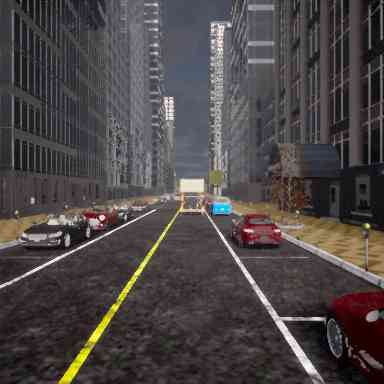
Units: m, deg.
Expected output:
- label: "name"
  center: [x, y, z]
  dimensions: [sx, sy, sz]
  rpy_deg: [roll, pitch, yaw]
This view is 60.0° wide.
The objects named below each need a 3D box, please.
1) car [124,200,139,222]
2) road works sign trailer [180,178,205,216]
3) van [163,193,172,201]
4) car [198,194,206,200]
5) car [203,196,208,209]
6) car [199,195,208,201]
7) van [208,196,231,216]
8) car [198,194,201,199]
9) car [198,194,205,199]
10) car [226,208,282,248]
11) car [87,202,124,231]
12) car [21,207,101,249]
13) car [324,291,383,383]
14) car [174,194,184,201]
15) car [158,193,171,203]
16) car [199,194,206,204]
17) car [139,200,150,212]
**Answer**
- label: "car"
  center: [-5.691, 1.525, 25.778]
  dimensions: [2.008, 1.369, 4.403]
  rpy_deg: [0, 0, 0]
- label: "road works sign trailer"
  center: [0.000, 0.428, 32.485]
  dimensions: [2.380, 3.560, 2.880]
  rpy_deg: [0, 0, 0]
- label: "van"
  center: [-5.689, 1.224, 77.010]
  dimensions: [1.690, 1.788, 3.998]
  rpy_deg: [0, 0, 0]
- label: "car"
  center: [2.692, 1.289, 88.391]
  dimensions: [1.967, 1.590, 4.097]
  rpy_deg: [0, 0, 0]
- label: "car"
  center: [2.690, 1.530, 42.852]
  dimensions: [1.802, 1.307, 4.206]
  rpy_deg: [0, 0, 0]
- label: "car"
  center: [2.691, 1.434, 77.007]
  dimensions: [2.008, 1.369, 4.403]
  rpy_deg: [0, 0, 0]
- label: "van"
  center: [2.690, 1.307, 31.467]
  dimensions: [1.690, 1.788, 3.998]
  rpy_deg: [0, 0, 0]
- label: "car"
  center: [2.691, 1.449, 71.314]
  dimensions: [2.008, 1.369, 4.403]
  rpy_deg: [0, 0, 0]
- label: "car"
  center: [2.691, 1.271, 94.083]
  dimensions: [1.967, 1.590, 4.097]
  rpy_deg: [0, 0, 0]
- label: "car"
  center: [2.690, 1.573, 14.391]
  dimensions: [1.802, 1.307, 4.206]
  rpy_deg: [0, 0, 0]
- label: "car"
  center: [-5.691, 1.424, 20.086]
  dimensions: [1.967, 1.590, 4.097]
  rpy_deg: [0, 0, 0]
- label: "car"
  center: [-5.691, 1.542, 14.393]
  dimensions: [2.008, 1.369, 4.403]
  rpy_deg: [0, 0, 0]
- label: "car"
  center: [2.689, 1.581, 3.003]
  dimensions: [1.802, 1.307, 4.206]
  rpy_deg: [0, 0, 0]
- label: "car"
  center: [-3.000, 1.203, 76.665]
  dimensions: [2.097, 1.767, 4.553]
  rpy_deg: [0, 0, 0]
- label: "car"
  center: [-5.690, 1.461, 65.625]
  dimensions: [2.008, 1.369, 4.403]
  rpy_deg: [0, 0, 0]
- label: "car"
  center: [2.691, 1.503, 59.929]
  dimensions: [1.802, 1.307, 4.206]
  rpy_deg: [0, 0, 0]
- label: "car"
  center: [-5.691, 1.539, 37.162]
  dimensions: [1.802, 1.307, 4.206]
  rpy_deg: [0, 0, 0]
